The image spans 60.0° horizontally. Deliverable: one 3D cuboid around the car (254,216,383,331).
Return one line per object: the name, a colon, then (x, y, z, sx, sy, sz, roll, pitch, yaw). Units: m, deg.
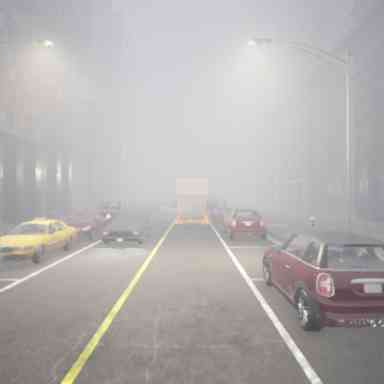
car: (2.755, 1.511, 7.002, 1.967, 1.590, 4.097, 0, -1, 0)

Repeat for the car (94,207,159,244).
car: (-3.113, 1.720, 16.997, 2.033, 1.411, 5.357, 0, -1, 0)

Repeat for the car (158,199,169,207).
car: (-5.817, 2.254, 68.599, 1.887, 1.381, 4.507, 0, -1, 0)

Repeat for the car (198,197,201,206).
car: (2.716, 1.903, 57.416, 2.192, 1.841, 5.009, 0, -1, 0)

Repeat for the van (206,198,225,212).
van: (2.733, 1.695, 35.011, 1.690, 1.788, 3.998, 0, -1, 0)

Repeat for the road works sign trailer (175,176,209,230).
road works sign trailer: (-0.018, 0.699, 23.256, 2.380, 3.560, 2.880, 0, -1, 0)

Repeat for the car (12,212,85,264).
car: (-5.774, 1.651, 12.411, 1.752, 1.417, 4.829, 0, -1, 0)

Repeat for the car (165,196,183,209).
car: (-3.100, 1.946, 57.925, 2.097, 1.767, 4.553, 0, -1, 0)

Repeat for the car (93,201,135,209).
car: (-5.783, 1.556, 23.787, 2.192, 1.841, 5.009, 0, -1, 0)

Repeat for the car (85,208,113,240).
car: (-5.778, 1.766, 18.182, 1.802, 1.307, 4.206, 0, -1, 0)

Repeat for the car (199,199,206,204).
car: (2.696, 2.472, 85.421, 1.802, 1.307, 4.206, 0, -1, 0)

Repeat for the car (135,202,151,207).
car: (-5.792, 1.795, 34.989, 1.967, 1.590, 4.097, 0, -1, 0)

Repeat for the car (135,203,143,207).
car: (-5.787, 1.879, 29.386, 1.802, 1.307, 4.206, 0, -1, 0)

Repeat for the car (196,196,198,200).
car: (2.699, 2.269, 79.820, 1.967, 1.590, 4.097, 0, -1, 0)

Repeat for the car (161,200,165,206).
car: (-5.804, 2.095, 51.793, 1.947, 1.339, 4.313, 0, -1, 0)

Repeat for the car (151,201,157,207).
car: (-5.795, 1.963, 40.590, 2.008, 1.369, 4.403, 0, -1, 0)

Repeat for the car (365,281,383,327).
car: (2.760, 1.597, 1.400, 1.802, 1.307, 4.206, 0, -1, 0)

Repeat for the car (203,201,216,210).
car: (2.721, 2.111, 51.812, 1.802, 1.307, 4.206, 0, -1, 0)

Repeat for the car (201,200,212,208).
car: (2.713, 2.214, 63.015, 1.947, 1.339, 4.313, 0, -1, 0)

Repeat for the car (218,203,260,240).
car: (2.746, 1.623, 18.205, 1.967, 1.590, 4.097, 0, -1, 0)

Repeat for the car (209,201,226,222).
car: (2.738, 1.824, 29.578, 1.752, 1.417, 4.829, 0, -1, 0)

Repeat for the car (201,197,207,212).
car: (2.724, 1.785, 46.213, 2.192, 1.841, 5.009, 0, -1, 0)

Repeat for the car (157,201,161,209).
car: (-5.800, 2.037, 46.191, 1.947, 1.339, 4.313, 0, -1, 0)

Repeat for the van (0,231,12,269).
van: (-5.770, 1.413, 6.981, 1.690, 1.788, 3.998, 0, -1, 0)

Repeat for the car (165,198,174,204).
car: (-5.830, 2.331, 85.405, 1.967, 1.590, 4.097, 0, -1, 0)

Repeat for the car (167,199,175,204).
car: (-5.834, 2.496, 91.006, 1.887, 1.381, 4.507, 0, -1, 0)
